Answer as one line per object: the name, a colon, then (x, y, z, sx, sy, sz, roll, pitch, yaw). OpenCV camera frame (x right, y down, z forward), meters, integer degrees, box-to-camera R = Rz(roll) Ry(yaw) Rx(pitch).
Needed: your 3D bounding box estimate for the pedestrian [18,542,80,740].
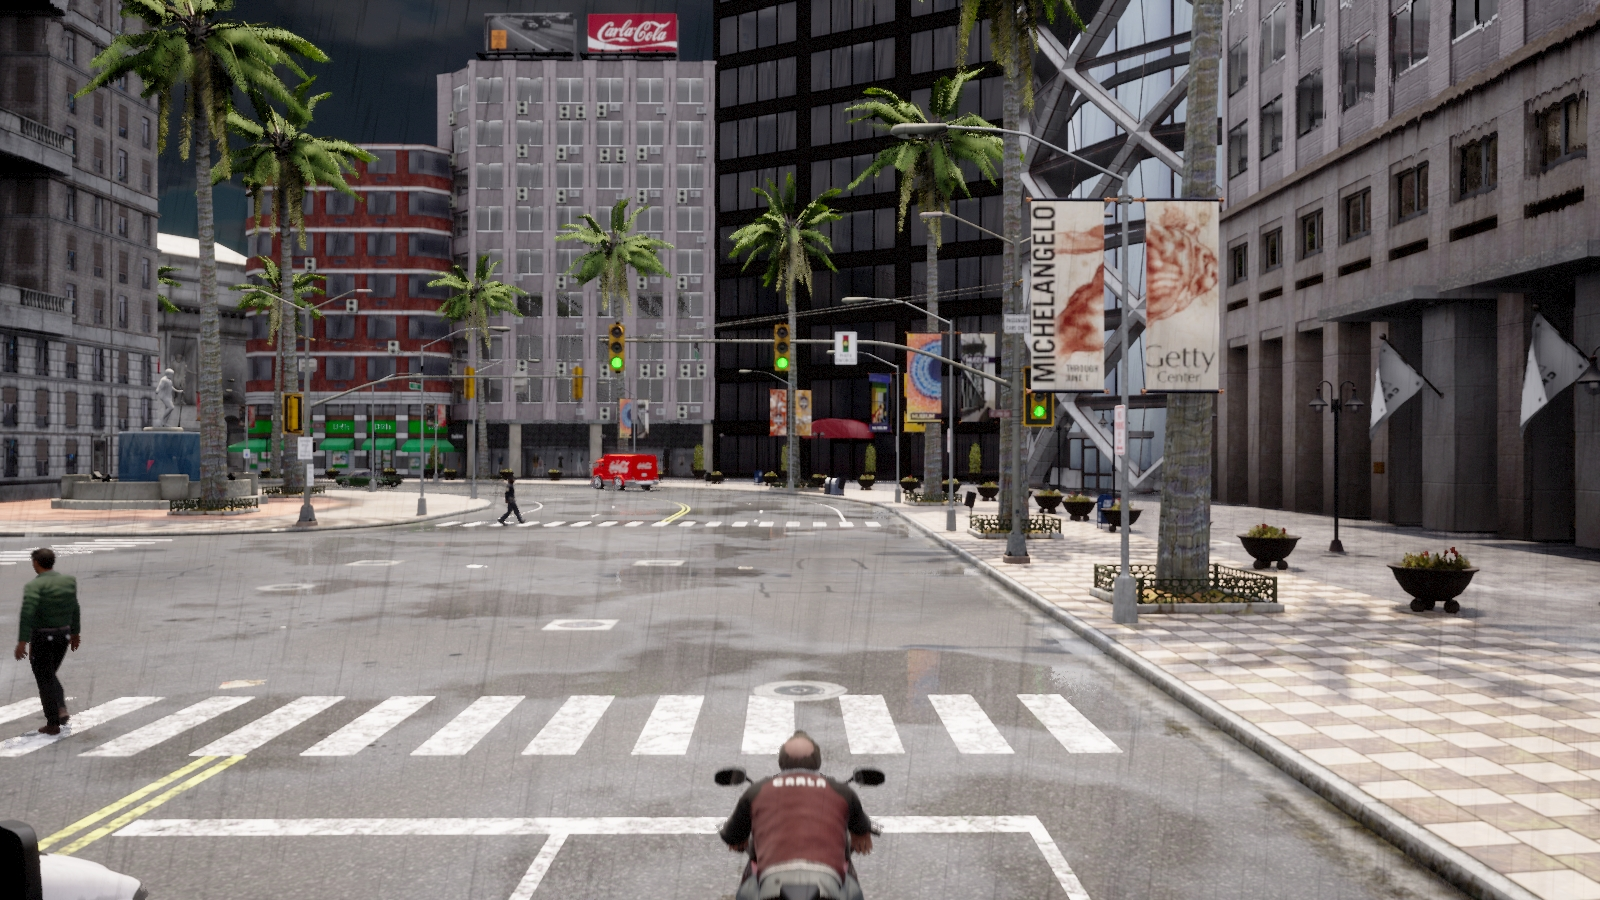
pedestrian: (-7.357, 1.848, 11.198, 0.375, 1.860, 0.375, 0, 0, 29)

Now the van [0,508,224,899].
van: (-3.507, 1.535, 2.023, 1.988, 2.561, 5.915, 0, 0, 0)

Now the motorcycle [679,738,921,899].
motorcycle: (-0.001, 2.205, 5.188, 0.867, 1.251, 2.209, 0, 0, 0)

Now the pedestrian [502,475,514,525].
pedestrian: (-10.794, 1.849, 42.278, 0.375, 1.860, 0.375, 0, 0, -4)
